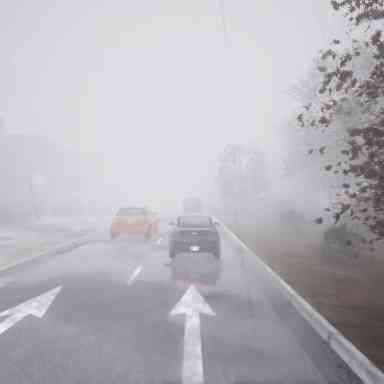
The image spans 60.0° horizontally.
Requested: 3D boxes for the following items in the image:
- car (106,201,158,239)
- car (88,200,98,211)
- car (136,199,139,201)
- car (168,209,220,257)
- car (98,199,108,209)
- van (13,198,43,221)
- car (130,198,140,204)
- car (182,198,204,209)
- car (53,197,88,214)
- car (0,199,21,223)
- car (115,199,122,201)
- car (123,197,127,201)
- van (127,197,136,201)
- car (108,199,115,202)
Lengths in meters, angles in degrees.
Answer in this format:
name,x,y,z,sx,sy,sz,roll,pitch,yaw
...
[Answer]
name,x,y,z,sx,sy,sz,roll,pitch,yaw
car,-3.156,1.567,18.998,2.097,1.767,4.553,0,-1,0
car,-15.485,1.984,47.279,2.097,1.535,5.008,0,-1,0
car,-15.593,2.457,86.042,2.163,1.488,4.792,0,-1,0
car,0.096,1.660,13.594,1.837,1.490,4.892,0,0,0
car,-15.501,2.049,52.804,2.231,1.521,4.892,0,-1,0
van,-15.439,1.567,30.585,1.878,1.987,4.442,0,-1,0
car,-15.625,2.531,91.538,2.002,1.452,4.674,-2,-1,0
car,0.089,1.633,36.523,2.150,2.045,5.566,0,-1,0
car,-15.469,1.671,41.849,2.435,2.045,5.566,0,-1,0
car,-15.424,1.606,25.207,2.185,1.767,4.553,0,-1,0
car,-15.530,2.049,63.881,2.185,1.767,4.553,0,-1,0
car,-15.546,2.279,69.500,2.002,1.452,4.674,0,-1,0
van,-15.576,2.138,80.433,1.878,1.987,4.442,0,-1,0
car,-15.515,1.985,58.356,2.185,1.767,4.553,0,-1,0
